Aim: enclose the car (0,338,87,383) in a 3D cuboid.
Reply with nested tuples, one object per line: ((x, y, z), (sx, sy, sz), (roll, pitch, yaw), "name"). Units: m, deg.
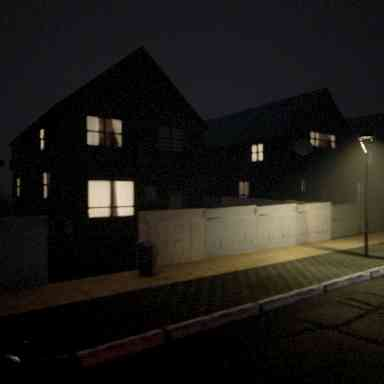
((-2.656, 1.536, 1.173), (4.674, 1.442, 1.812), (0, 0, -35), "car")
